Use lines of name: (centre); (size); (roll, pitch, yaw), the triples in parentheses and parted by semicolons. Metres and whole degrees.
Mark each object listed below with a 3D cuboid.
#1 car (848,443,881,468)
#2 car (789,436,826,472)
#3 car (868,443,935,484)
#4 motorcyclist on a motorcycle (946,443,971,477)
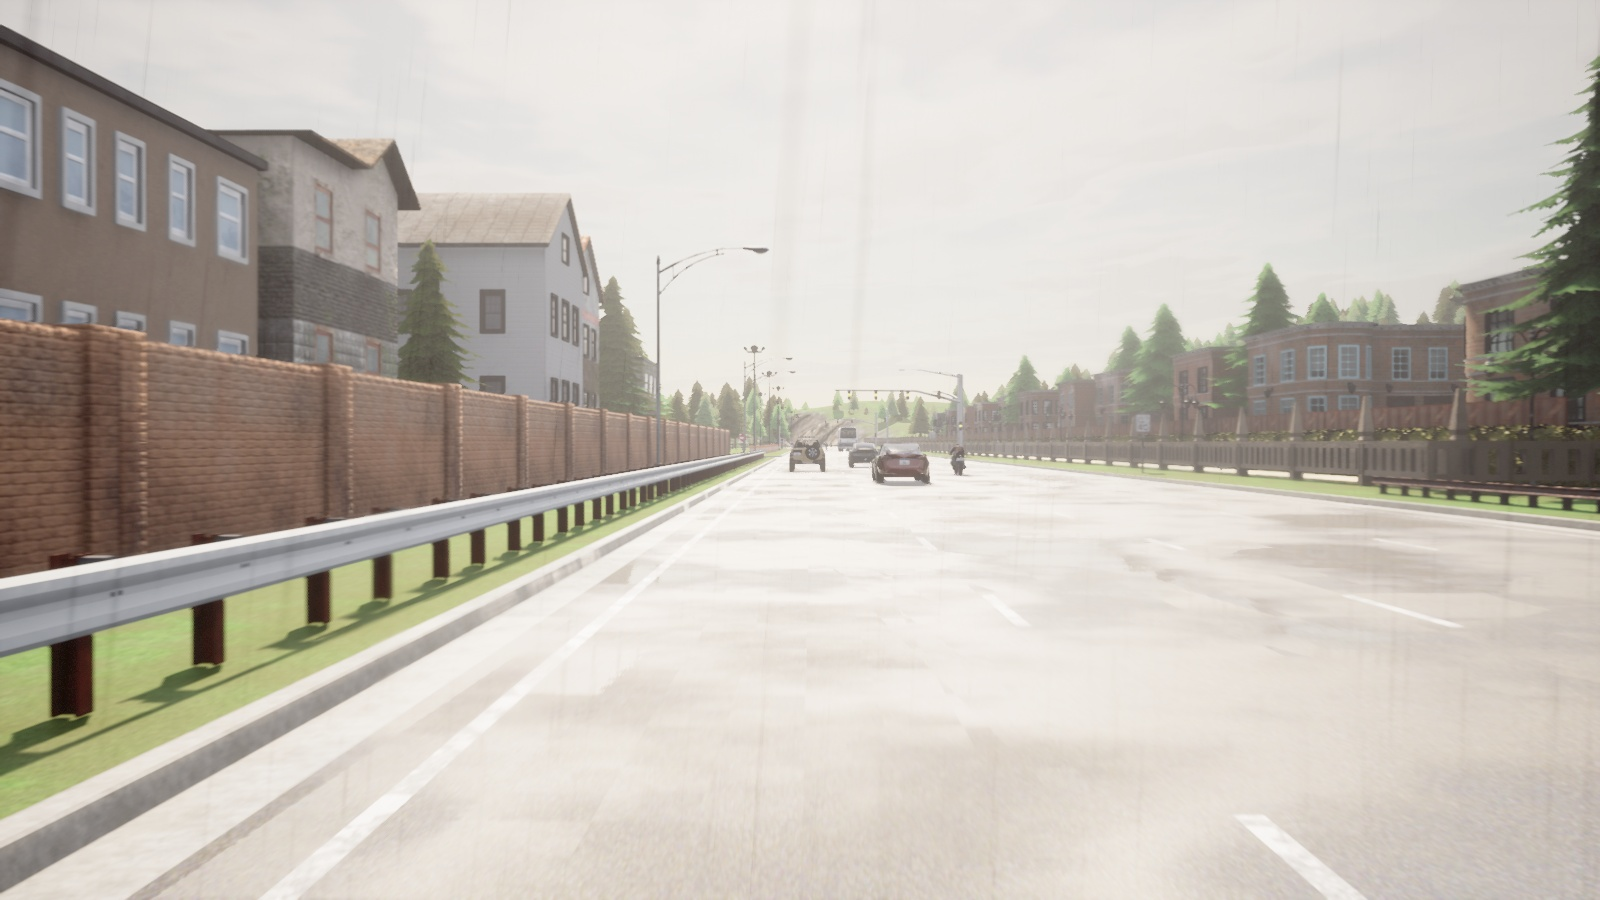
car: (3.957, 0.319, 77.817); (1.837, 1.490, 4.892); (0, 1, 0)
car: (0.396, 0.188, 66.892); (1.932, 1.855, 4.605); (0, 0, 0)
car: (3.786, 0.482, 47.683); (2.163, 1.488, 4.792); (0, 0, 0)
motorcyclist on a motorcycle: (7.346, 0.460, 58.267); (0.866, 1.530, 2.191); (0, 0, 0)
